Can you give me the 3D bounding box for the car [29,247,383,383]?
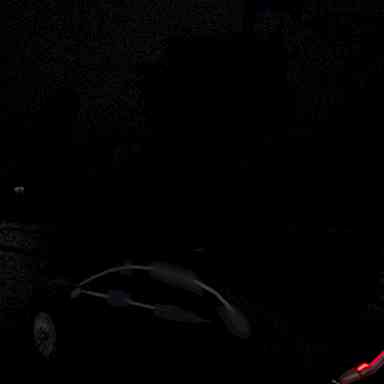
[{"bbox_3d":[-0.219,1.465,4.139,4.902,1.511,2.128,-1,0,39],"label":"car"}]
